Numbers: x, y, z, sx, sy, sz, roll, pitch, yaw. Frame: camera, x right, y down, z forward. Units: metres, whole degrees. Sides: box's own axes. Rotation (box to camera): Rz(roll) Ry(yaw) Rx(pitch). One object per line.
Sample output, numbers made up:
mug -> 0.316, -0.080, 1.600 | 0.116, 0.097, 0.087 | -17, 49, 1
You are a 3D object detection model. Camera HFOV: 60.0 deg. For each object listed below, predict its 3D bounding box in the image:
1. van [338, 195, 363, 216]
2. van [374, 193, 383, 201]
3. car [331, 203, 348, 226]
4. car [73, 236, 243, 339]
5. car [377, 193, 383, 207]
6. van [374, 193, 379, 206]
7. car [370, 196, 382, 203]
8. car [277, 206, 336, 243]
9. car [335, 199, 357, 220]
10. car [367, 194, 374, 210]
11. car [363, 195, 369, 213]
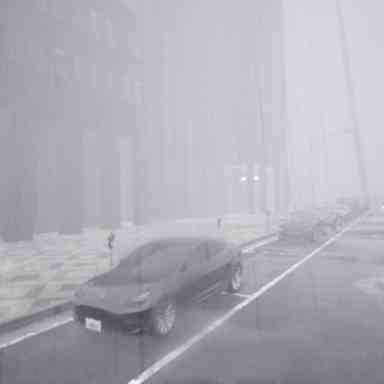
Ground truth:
van -> 14.424, 1.359, 30.792 | 1.690, 1.788, 3.998 | -2, -1, 32
van -> 44.041, 1.222, 78.432 | 1.690, 1.788, 3.998 | -2, -1, 32
car -> 8.507, 1.629, 21.262 | 1.802, 1.307, 4.206 | -2, -1, 32
car -> -0.378, 1.661, 6.970 | 1.947, 1.339, 4.313 | -2, -1, 32
car -> 29.627, 1.370, 50.009 | 2.128, 1.511, 4.902 | -2, -1, 32
van -> 29.232, 1.288, 54.612 | 1.690, 1.788, 3.998 | -2, -1, 32
car -> 38.122, 1.458, 68.901 | 2.008, 1.369, 4.403 | -2, -1, 32
car -> 5.545, 1.613, 16.498 | 2.008, 1.369, 4.403 | -2, -1, 32
car -> 11.377, 1.558, 25.882 | 1.752, 1.417, 4.829 | -2, -1, 32
car -> 20.347, 1.304, 40.320 | 2.192, 1.841, 5.009 | -2, -1, 32
car -> 17.388, 1.443, 35.555 | 1.967, 1.590, 4.097 | -2, -1, 32
